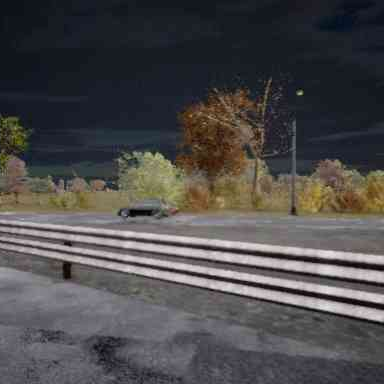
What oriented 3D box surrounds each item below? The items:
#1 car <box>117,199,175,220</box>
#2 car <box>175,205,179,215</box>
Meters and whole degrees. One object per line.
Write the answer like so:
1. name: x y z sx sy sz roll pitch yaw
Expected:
1. car: -4.169 1.359 28.746 4.553 1.767 2.097 0 0 13
2. car: -3.394 1.544 32.159 4.181 1.385 1.994 0 0 13
